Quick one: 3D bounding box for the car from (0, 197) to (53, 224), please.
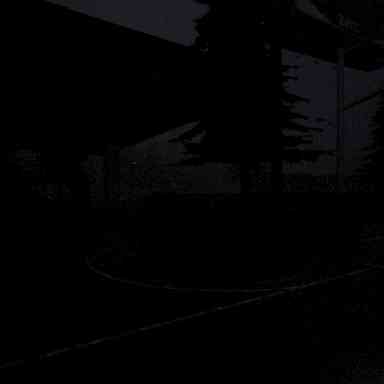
[{"bbox_3d":[-11.997,1.313,23.462,3.866,1.878,1.905,0,0,-36],"label":"car"}]

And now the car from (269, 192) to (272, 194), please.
[{"bbox_3d":[6.204,1.050,28.677,2.150,2.045,5.566,0,1,-34],"label":"car"}]
